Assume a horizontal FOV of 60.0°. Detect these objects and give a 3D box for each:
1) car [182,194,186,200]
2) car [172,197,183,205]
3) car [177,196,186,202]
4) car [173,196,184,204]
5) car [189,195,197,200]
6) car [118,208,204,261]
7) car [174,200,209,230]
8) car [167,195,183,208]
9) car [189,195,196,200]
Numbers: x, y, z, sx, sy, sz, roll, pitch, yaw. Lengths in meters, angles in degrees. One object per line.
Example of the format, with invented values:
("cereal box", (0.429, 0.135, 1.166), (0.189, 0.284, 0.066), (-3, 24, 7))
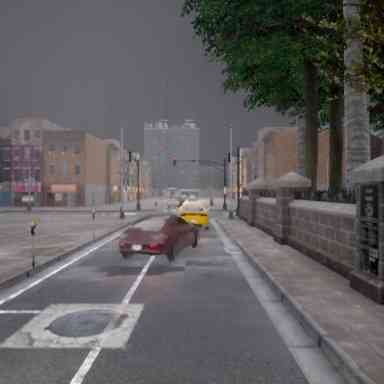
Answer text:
("car", (-2.555, 1.332, 53.016), (2.192, 1.841, 5.009), (0, 0, 0))
("car", (-2.546, 1.602, 58.468), (1.802, 1.307, 4.206), (0, 0, 0))
("car", (-2.511, 1.586, 80.276), (2.008, 1.369, 4.403), (0, 0, 0))
("car", (-2.537, 1.549, 63.750), (1.752, 1.417, 4.829), (0, 0, 0))
("car", (0.126, 1.622, 78.559), (1.895, 1.301, 4.718), (0, 0, 0))
("car", (-1.063, 1.527, 12.320), (1.812, 1.442, 4.674), (0, 0, 15))
("car", (0.080, 1.481, 21.083), (1.882, 1.535, 5.008), (0, 0, 1))
("car", (-2.563, 1.539, 47.394), (1.752, 1.417, 4.829), (0, 0, 0))
("car", (0.142, 1.444, 88.534), (1.994, 1.385, 4.181), (0, 0, 0))
